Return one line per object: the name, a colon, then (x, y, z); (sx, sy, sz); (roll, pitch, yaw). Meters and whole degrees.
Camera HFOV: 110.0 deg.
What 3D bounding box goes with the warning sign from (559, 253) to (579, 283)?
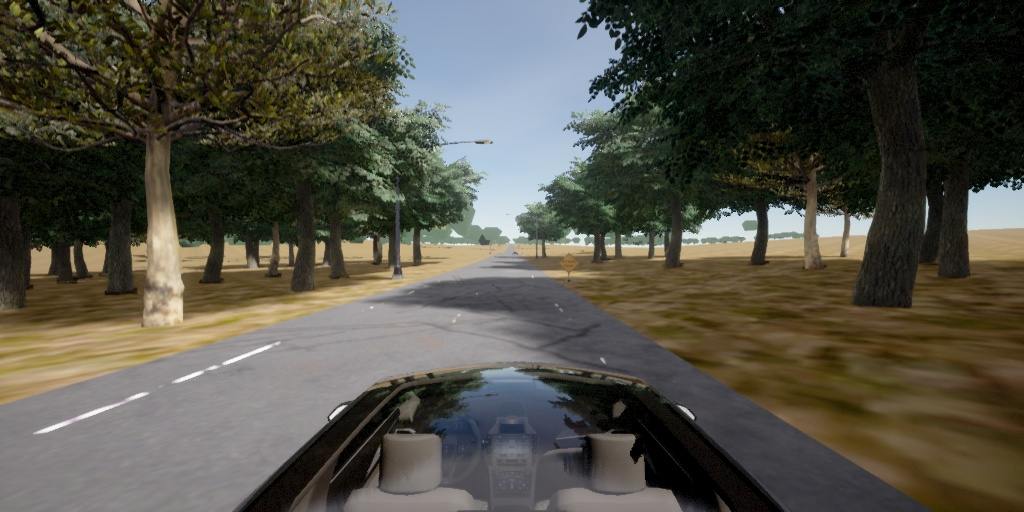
warning sign: (3.550, 0.740, 22.451); (1.300, 1.860, 1.060); (0, 0, 0)
